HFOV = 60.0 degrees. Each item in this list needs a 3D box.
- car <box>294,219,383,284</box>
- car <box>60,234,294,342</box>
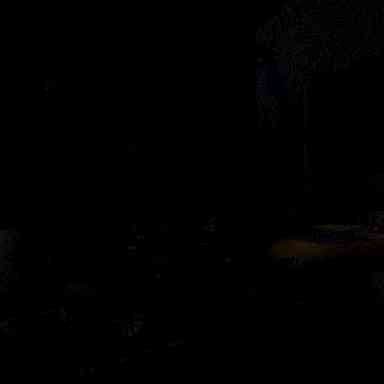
[{"bbox_3d":[4.030,1.526,9.577,4.829,1.417,1.752,0,0,-36],"label":"car"},{"bbox_3d":[-0.242,1.566,6.496,4.313,1.339,1.947,0,0,-36],"label":"car"}]
